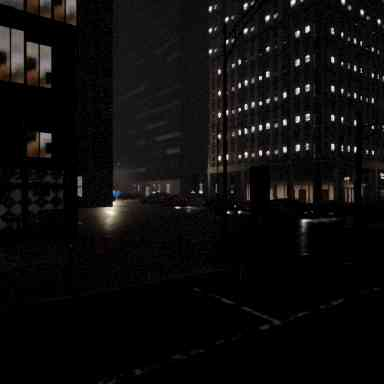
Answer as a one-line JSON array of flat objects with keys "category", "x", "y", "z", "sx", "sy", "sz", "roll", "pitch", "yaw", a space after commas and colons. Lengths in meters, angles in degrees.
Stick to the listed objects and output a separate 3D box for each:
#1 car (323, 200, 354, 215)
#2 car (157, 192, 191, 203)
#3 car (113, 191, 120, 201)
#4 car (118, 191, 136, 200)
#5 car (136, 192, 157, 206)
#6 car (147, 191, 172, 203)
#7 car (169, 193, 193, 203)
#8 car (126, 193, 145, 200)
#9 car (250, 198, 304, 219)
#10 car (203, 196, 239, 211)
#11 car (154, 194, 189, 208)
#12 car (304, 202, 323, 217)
[{"category": "car", "x": 13.020, "y": 1.377, "z": 31.244, "sx": 1.802, "sy": 1.307, "sz": 4.206, "roll": 1, "pitch": 0, "yaw": -32}, {"category": "car", "x": -2.463, "y": 1.058, "z": 45.168, "sx": 1.882, "sy": 1.535, "sz": 5.008, "roll": 0, "pitch": 1, "yaw": -34}, {"category": "car", "x": -14.992, "y": 0.920, "z": 58.883, "sx": 1.887, "sy": 1.381, "sz": 4.507, "roll": 1, "pitch": 0, "yaw": -35}, {"category": "car", "x": -13.127, "y": 0.876, "z": 65.724, "sx": 1.994, "sy": 1.385, "sz": 4.181, "roll": 0, "pitch": 1, "yaw": -36}, {"category": "car", "x": -5.445, "y": 1.094, "z": 45.003, "sx": 1.752, "sy": 1.417, "sz": 4.829, "roll": 1, "pitch": 0, "yaw": -33}, {"category": "car", "x": -5.420, "y": 0.817, "z": 54.819, "sx": 2.097, "sy": 1.767, "sz": 4.553, "roll": 0, "pitch": 1, "yaw": -33}, {"category": "car", "x": -1.876, "y": 0.926, "z": 54.343, "sx": 1.967, "sy": 1.590, "sz": 4.097, "roll": 1, "pitch": 0, "yaw": -35}, {"category": "car", "x": -11.522, "y": 0.864, "z": 67.789, "sx": 1.947, "sy": 1.339, "sz": 4.313, "roll": 1, "pitch": 0, "yaw": -36}, {"category": "car", "x": 6.401, "y": 1.399, "z": 26.551, "sx": 1.802, "sy": 1.307, "sz": 4.206, "roll": 1, "pitch": 0, "yaw": -32}, {"category": "car", "x": 3.146, "y": 1.189, "z": 36.456, "sx": 2.128, "sy": 1.511, "sz": 4.902, "roll": 0, "pitch": 1, "yaw": -32}, {"category": "car", "x": -2.496, "y": 1.212, "z": 40.507, "sx": 1.802, "sy": 1.307, "sz": 4.206, "roll": 1, "pitch": 0, "yaw": -33}, {"category": "car", "x": 8.250, "y": 1.312, "z": 28.358, "sx": 1.837, "sy": 1.490, "sz": 4.892, "roll": 0, "pitch": 1, "yaw": -32}]
